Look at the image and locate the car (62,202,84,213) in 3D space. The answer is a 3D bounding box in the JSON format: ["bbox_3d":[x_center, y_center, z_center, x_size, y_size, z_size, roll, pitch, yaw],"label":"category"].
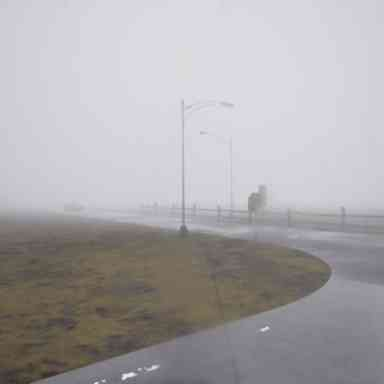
[{"bbox_3d":[-17.143,2.184,47.800,2.033,1.411,5.357,0,-1,-35],"label":"car"}]
